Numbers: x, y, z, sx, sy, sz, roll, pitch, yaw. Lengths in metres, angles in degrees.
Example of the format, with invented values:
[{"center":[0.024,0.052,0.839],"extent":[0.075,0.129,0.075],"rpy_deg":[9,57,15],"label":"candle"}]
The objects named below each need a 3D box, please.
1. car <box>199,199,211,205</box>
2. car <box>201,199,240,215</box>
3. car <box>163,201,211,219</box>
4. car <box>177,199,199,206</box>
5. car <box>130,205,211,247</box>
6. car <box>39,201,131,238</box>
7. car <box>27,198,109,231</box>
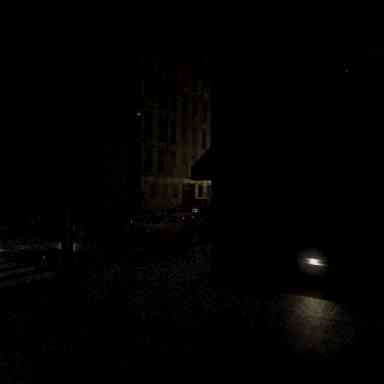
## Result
[{"center":[2.868,1.314,19.639],"extent":[2.192,1.841,5.009],"rpy_deg":[0,0,36],"label":"car"},{"center":[2.945,1.493,33.554],"extent":[1.887,1.381,4.507],"rpy_deg":[0,0,36],"label":"car"},{"center":[-0.357,1.521,28.934],"extent":[1.947,1.339,4.313],"rpy_deg":[0,0,36],"label":"car"},{"center":[0.649,1.321,25.970],"extent":[2.097,1.767,4.553],"rpy_deg":[0,0,35],"label":"car"},{"center":[-0.337,1.530,15.158],"extent":[1.752,1.417,4.829],"rpy_deg":[0,0,36],"label":"car"},{"center":[-5.187,1.457,17.802],"extent":[1.882,1.535,5.008],"rpy_deg":[0,0,34],"label":"car"},{"center":[-6.958,1.282,19.693],"extent":[2.192,1.841,5.009],"rpy_deg":[0,0,36],"label":"car"}]
